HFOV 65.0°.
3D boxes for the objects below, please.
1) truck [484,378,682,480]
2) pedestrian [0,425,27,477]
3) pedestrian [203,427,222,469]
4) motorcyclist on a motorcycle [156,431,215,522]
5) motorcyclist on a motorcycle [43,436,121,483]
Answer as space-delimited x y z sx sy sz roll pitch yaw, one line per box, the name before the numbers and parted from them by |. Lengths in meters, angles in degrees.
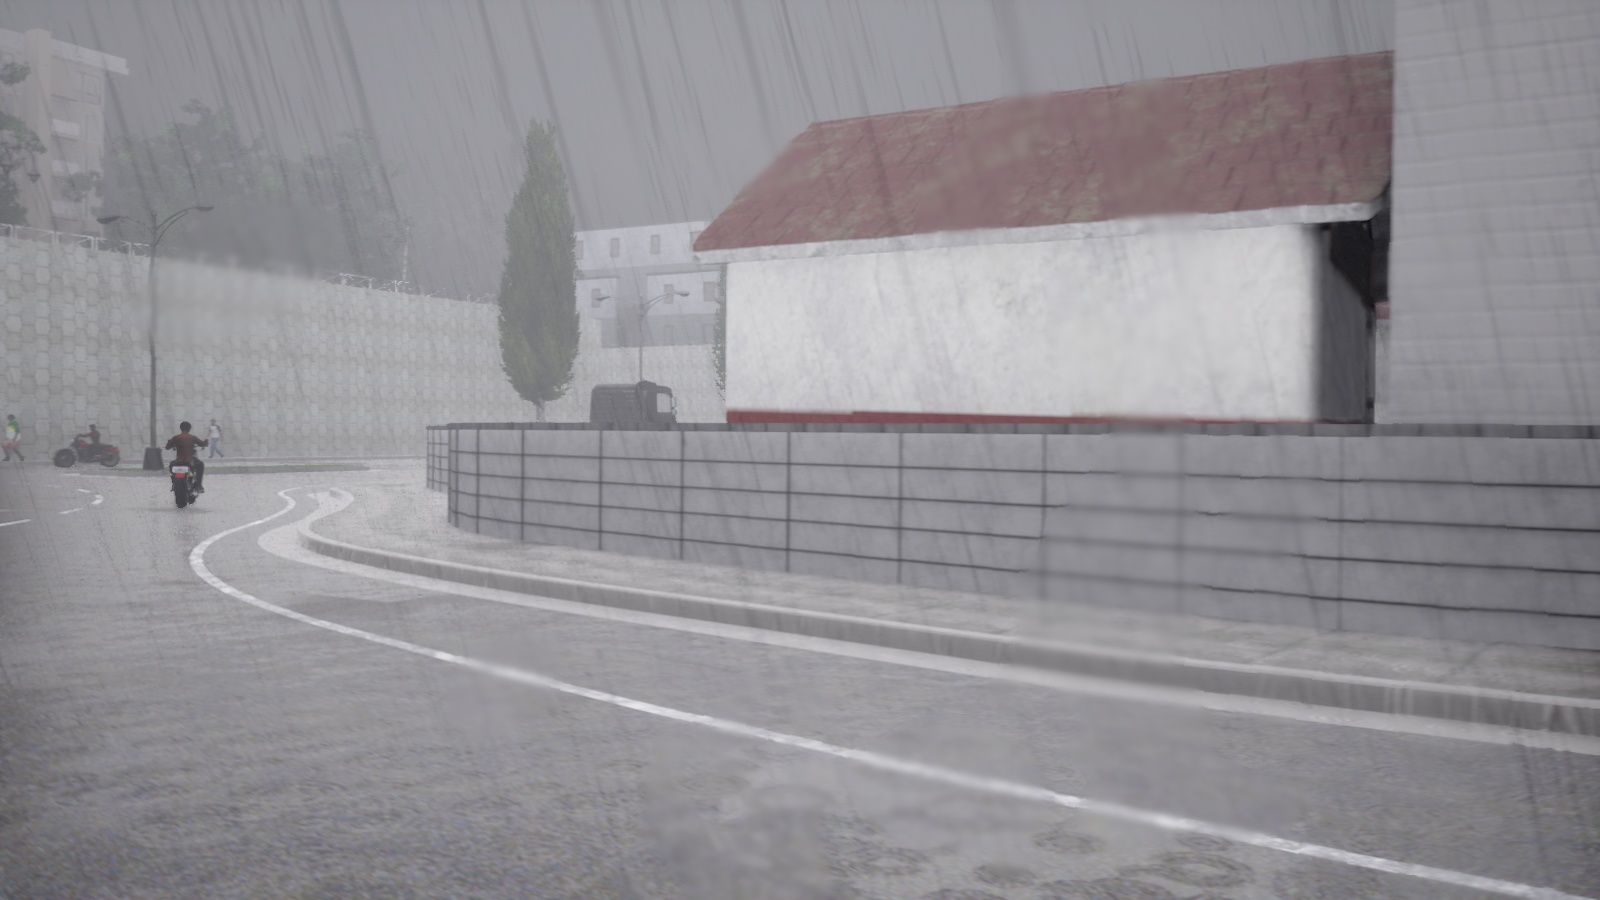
truck | -7.886 -0.778 46.851 2.891 3.462 7.936 0 1 29
pedestrian | -29.959 0.034 47.625 0.659 1.952 0.873 0 1 28
pedestrian | -26.066 -0.101 55.726 0.354 1.836 0.706 0 1 23
motorcyclist on a motorcycle | -11.737 0.476 24.041 0.766 1.649 2.350 -1 1 -21
motorcyclist on a motorcycle | -25.976 0.323 45.470 0.766 1.649 2.350 0 1 32
